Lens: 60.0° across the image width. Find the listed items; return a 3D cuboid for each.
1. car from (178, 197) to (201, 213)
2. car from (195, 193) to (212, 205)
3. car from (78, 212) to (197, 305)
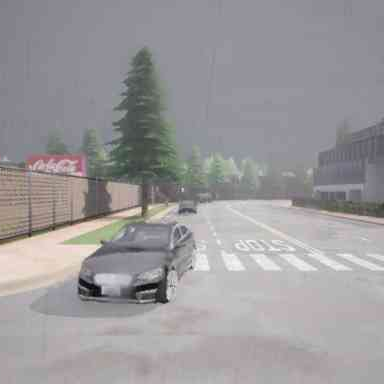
[{"bbox_3d":[-0.402,1.553,34.637,2.033,1.411,5.357,0,0,1],"label":"car"},{"bbox_3d":[1.897,1.124,60.406,2.150,2.045,5.566,-1,0,20],"label":"car"},{"bbox_3d":[-1.045,1.500,8.378,2.128,1.511,4.902,1,0,10],"label":"car"}]
